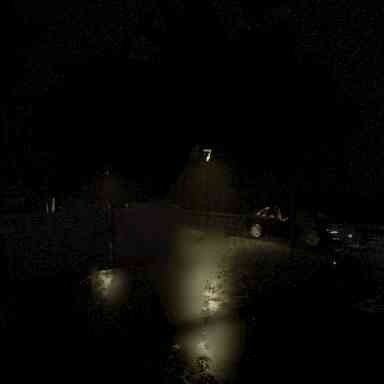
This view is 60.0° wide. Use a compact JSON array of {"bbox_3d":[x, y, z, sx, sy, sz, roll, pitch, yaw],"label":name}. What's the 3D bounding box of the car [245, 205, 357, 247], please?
[{"bbox_3d":[4.377,1.333,14.101,1.837,1.490,4.892,-1,1,-35],"label":"car"}]
